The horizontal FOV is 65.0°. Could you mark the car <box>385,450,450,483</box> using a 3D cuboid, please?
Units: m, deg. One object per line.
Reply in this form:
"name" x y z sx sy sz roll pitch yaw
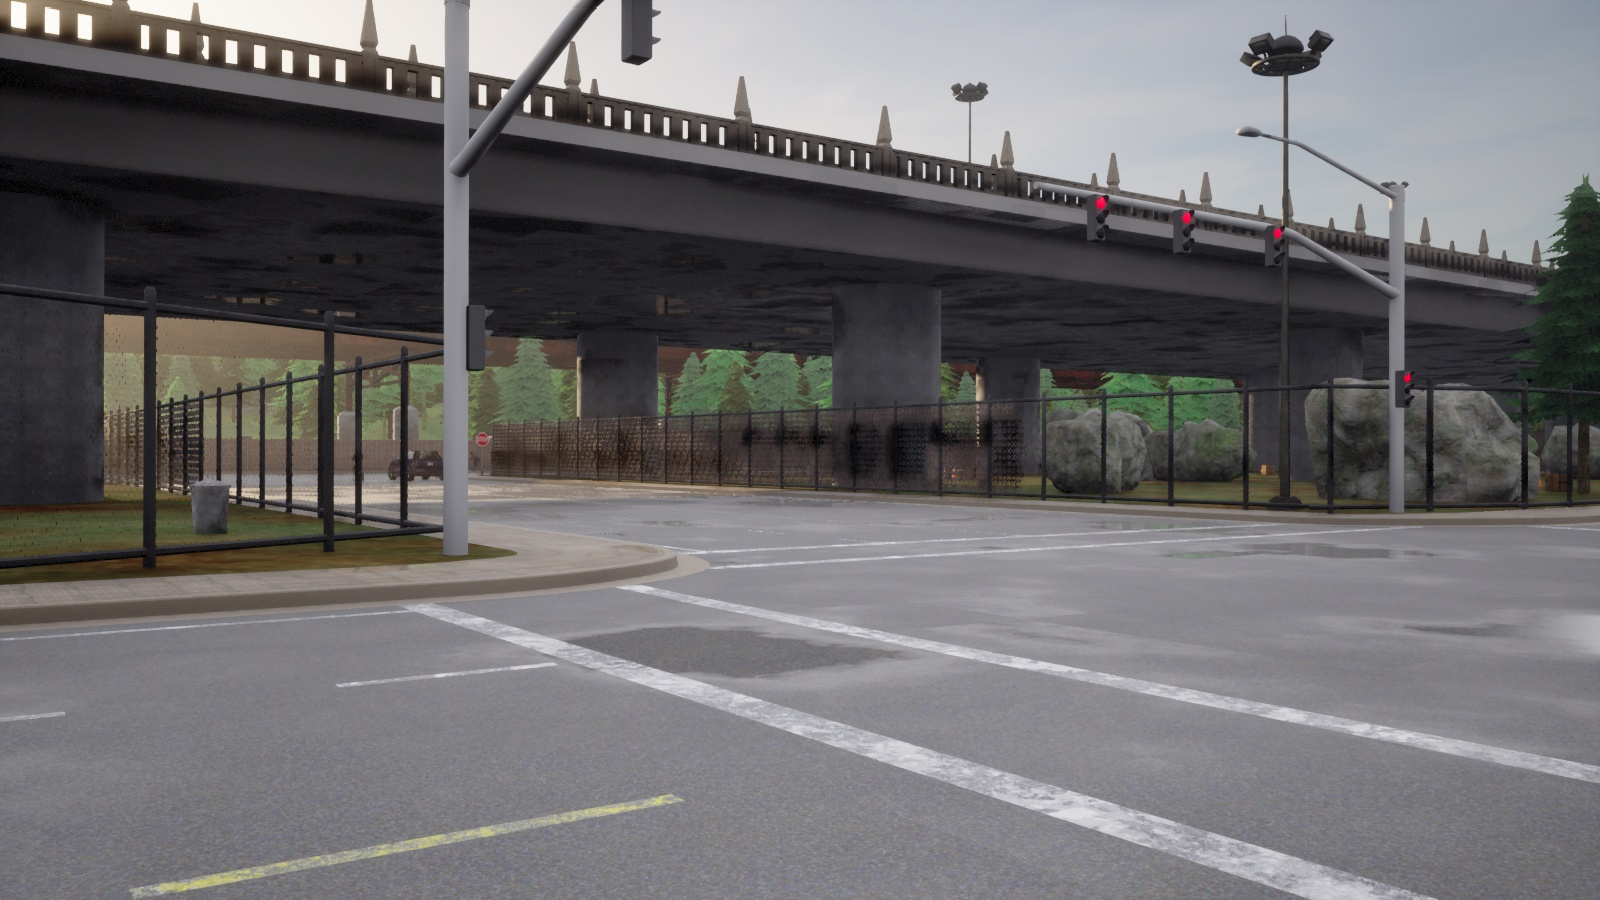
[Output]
"car" -21.011 0.872 68.921 2.097 1.767 4.553 0 0 -35
